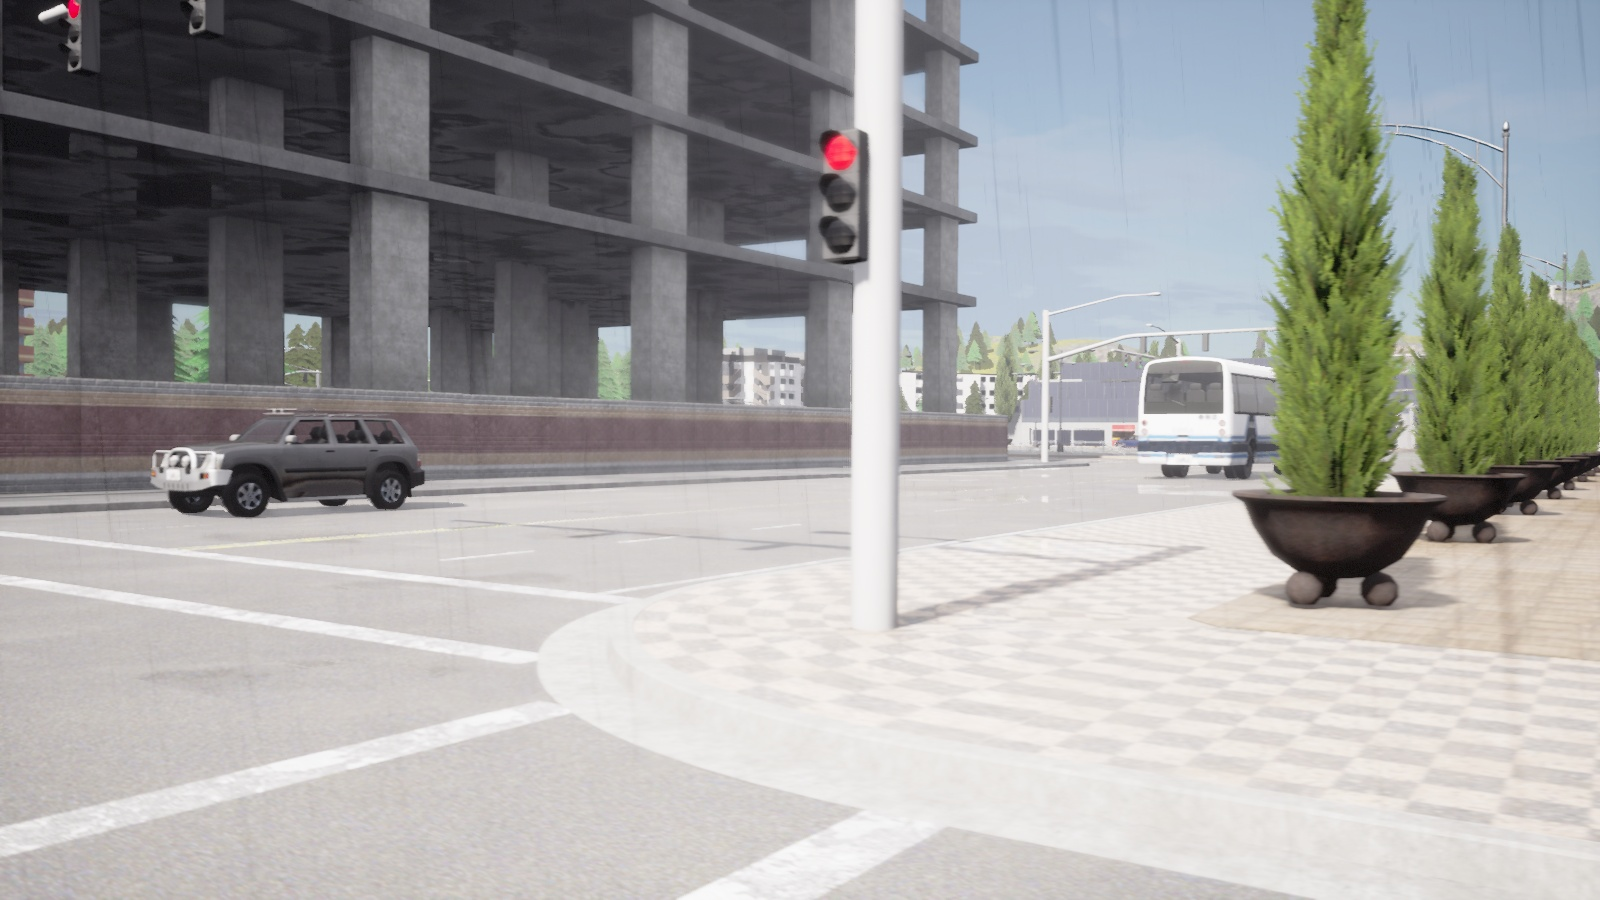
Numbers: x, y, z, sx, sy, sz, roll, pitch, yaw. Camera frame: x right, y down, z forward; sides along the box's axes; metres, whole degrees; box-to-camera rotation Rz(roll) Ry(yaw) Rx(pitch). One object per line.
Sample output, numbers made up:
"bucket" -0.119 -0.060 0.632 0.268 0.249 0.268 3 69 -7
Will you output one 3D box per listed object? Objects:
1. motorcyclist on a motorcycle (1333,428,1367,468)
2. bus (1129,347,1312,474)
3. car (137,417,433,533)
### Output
"motorcyclist on a motorcycle" 21.662 -0.082 49.427 0.866 1.530 2.191 0 1 34
"bus" 16.126 -1.412 47.477 3.944 4.253 10.273 0 1 34
"car" -9.090 0.355 22.567 1.932 1.855 4.605 0 1 34
